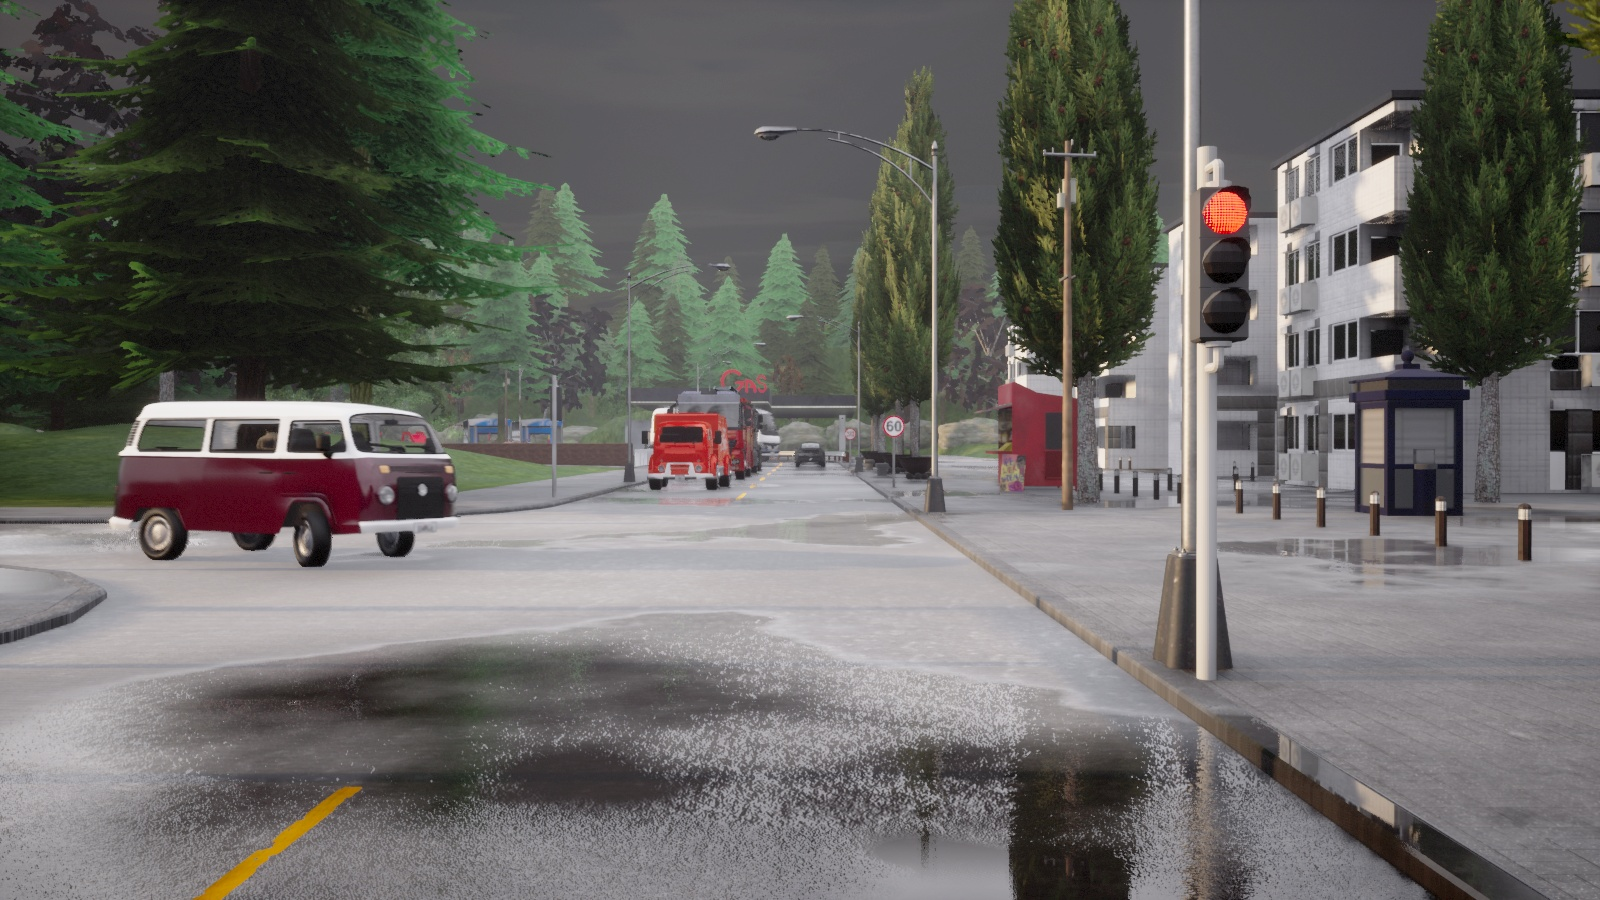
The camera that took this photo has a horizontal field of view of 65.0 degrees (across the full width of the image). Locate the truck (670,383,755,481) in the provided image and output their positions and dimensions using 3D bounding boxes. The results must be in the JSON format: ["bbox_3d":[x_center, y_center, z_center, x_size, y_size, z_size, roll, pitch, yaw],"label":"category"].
[{"bbox_3d":[-3.575,-0.721,53.228,2.891,3.827,8.468,0,0,1],"label":"truck"}]

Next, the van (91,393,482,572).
[{"bbox_3d":[-6.572,0.373,16.101,4.480,2.038,2.069,0,-1,23],"label":"van"}]

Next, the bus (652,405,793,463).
[{"bbox_3d":[-6.022,-1.182,97.323,10.273,4.253,3.944,0,-1,25],"label":"bus"}]

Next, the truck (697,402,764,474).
[{"bbox_3d":[-3.469,-0.603,64.590,2.891,3.462,7.936,0,0,1],"label":"truck"}]

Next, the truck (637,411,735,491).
[{"bbox_3d":[-3.652,0.024,41.332,2.627,2.467,5.204,0,0,1],"label":"truck"}]

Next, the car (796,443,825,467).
[{"bbox_3d":[0.667,0.303,79.493,1.837,1.490,4.892,0,0,1],"label":"car"}]
